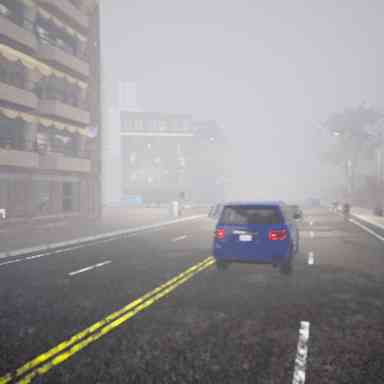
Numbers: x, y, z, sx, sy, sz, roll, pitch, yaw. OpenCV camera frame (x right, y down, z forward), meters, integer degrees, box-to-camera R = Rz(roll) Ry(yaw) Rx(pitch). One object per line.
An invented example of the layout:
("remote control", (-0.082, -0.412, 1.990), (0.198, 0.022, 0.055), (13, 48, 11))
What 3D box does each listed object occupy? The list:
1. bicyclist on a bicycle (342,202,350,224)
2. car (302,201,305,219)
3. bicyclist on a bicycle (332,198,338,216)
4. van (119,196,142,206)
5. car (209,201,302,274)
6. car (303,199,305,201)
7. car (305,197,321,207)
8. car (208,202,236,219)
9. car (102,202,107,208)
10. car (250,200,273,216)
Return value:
("bicyclist on a bicycle", (11.497, 1.560, 24.754), (0.582, 1.620, 1.656), (-1, -1, 19))
("car", (8.601, 1.705, 28.770), (1.812, 1.442, 4.674), (-1, -1, 19))
("bicyclist on a bicycle", (14.668, 1.528, 34.135), (0.659, 1.776, 1.843), (-1, 0, 18))
("van", (-10.835, 1.588, 58.940), (3.998, 1.788, 1.690), (0, -1, -12))
("car", (2.340, 1.305, 11.211), (2.150, 2.045, 5.566), (-1, -1, 20))
("car", (24.462, 1.845, 69.688), (1.882, 1.535, 5.008), (-1, -1, 15))
("car", (20.883, 1.840, 56.749), (2.033, 1.411, 5.357), (-1, -1, 16))
("car", (3.084, 1.813, 33.284), (1.812, 1.442, 4.674), (-1, -1, 19))
("car", (-14.767, 1.763, 49.572), (4.206, 1.307, 1.802), (0, -1, -12))
("car", (7.867, 1.746, 37.293), (1.882, 1.535, 5.008), (-1, -1, 19))
